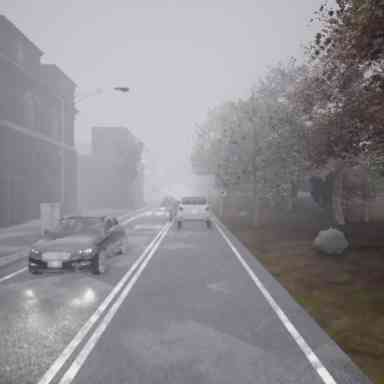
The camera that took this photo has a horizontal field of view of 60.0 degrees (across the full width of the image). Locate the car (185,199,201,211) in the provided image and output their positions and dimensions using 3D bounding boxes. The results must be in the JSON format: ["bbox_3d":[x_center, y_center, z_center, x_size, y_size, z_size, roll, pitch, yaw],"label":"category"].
[{"bbox_3d":[0.102,1.526,40.720,1.895,1.301,4.718,0,0,0],"label":"car"}]

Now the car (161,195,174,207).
[{"bbox_3d":[-3.347,1.244,48.289,2.097,1.767,4.553,0,0,0],"label":"car"}]

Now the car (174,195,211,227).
[{"bbox_3d":[0.135,1.200,22.948,2.150,2.045,5.566,0,0,0],"label":"car"}]

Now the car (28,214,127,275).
[{"bbox_3d":[-3.321,1.488,10.517,2.128,1.511,4.902,0,0,0],"label":"car"}]
